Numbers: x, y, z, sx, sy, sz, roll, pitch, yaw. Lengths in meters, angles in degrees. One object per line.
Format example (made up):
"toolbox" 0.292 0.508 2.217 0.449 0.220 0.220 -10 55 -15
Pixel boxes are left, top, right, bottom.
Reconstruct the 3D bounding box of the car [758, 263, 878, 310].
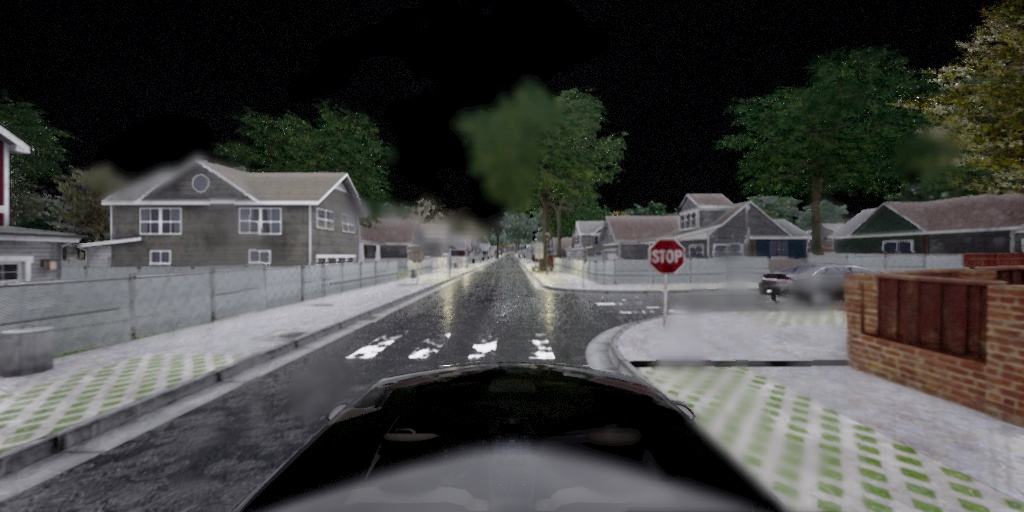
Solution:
"car" 11.461 1.007 12.631 4.902 1.511 2.128 -1 0 -1
